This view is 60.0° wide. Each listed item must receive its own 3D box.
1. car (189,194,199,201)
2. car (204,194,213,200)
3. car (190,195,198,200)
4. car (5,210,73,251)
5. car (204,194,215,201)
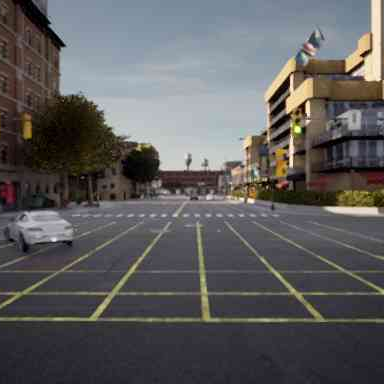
[{"bbox_3d":[0.495,1.293,73.962,1.837,1.490,4.892,0,0,0],"label":"car"},{"bbox_3d":[4.054,1.182,82.740,2.033,1.411,5.357,0,0,0],"label":"car"},{"bbox_3d":[0.558,1.362,83.158,1.895,1.301,4.718,0,0,0],"label":"car"},{"bbox_3d":[-6.499,1.501,14.055,1.812,1.442,4.674,0,0,-38],"label":"car"},{"bbox_3d":[3.990,1.302,73.180,1.812,1.442,4.674,0,0,0],"label":"car"}]
